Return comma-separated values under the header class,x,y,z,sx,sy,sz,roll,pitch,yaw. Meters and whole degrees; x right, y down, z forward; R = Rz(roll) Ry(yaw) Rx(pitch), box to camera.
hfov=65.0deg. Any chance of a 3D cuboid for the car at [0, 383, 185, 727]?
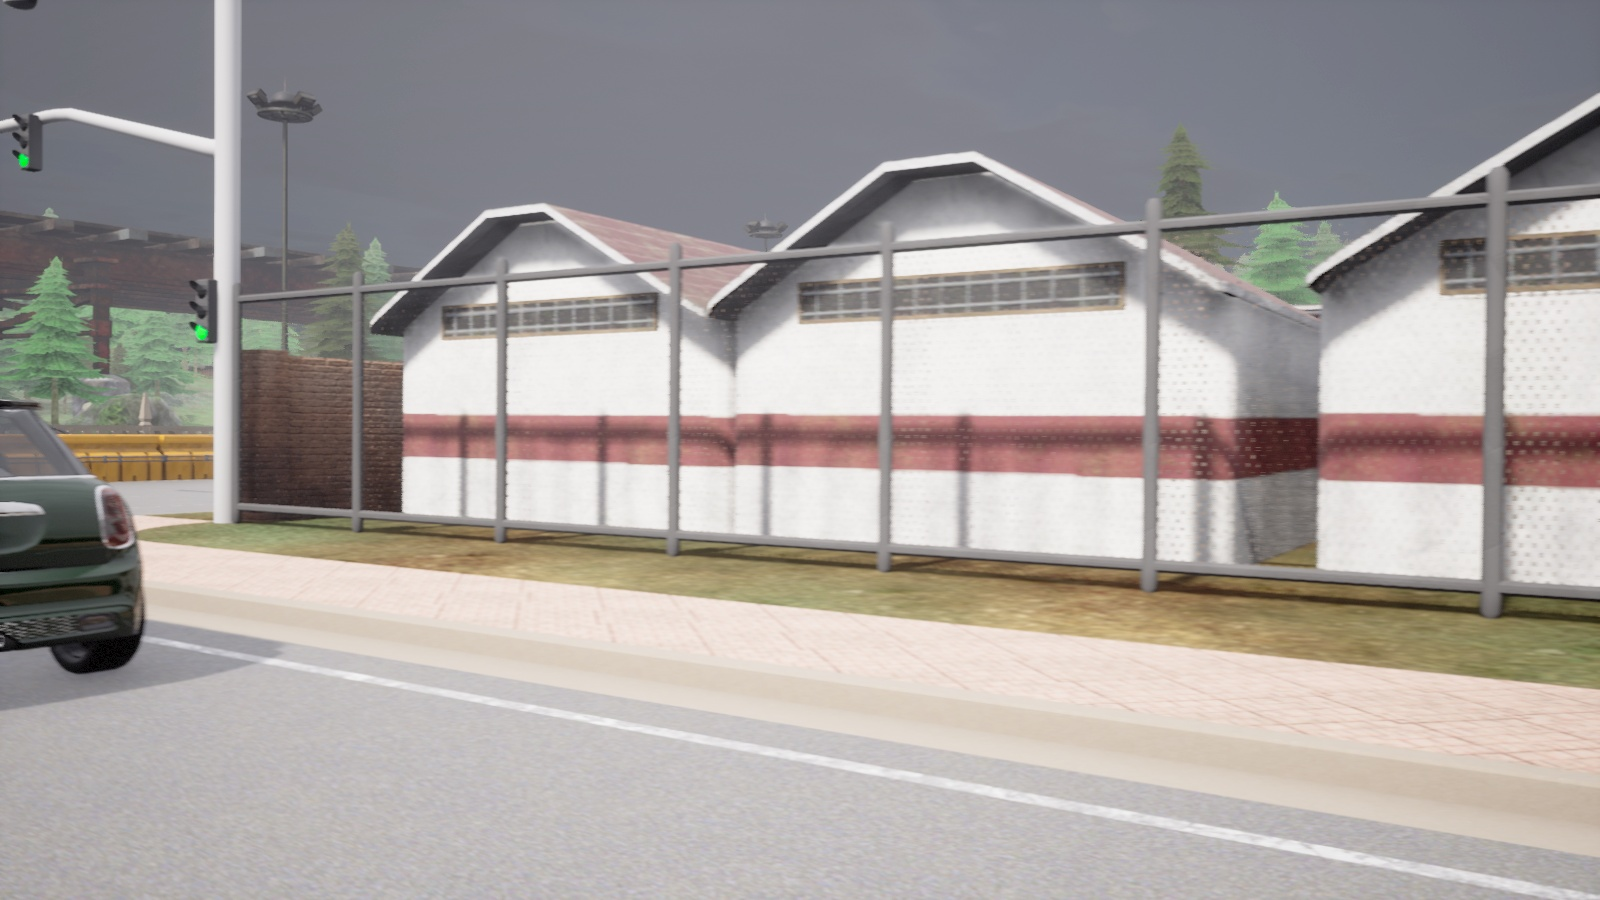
class,x,y,z,sx,sy,sz,roll,pitch,yaw
car,-6.044,0.540,7.637,4.553,1.767,2.097,0,1,33
